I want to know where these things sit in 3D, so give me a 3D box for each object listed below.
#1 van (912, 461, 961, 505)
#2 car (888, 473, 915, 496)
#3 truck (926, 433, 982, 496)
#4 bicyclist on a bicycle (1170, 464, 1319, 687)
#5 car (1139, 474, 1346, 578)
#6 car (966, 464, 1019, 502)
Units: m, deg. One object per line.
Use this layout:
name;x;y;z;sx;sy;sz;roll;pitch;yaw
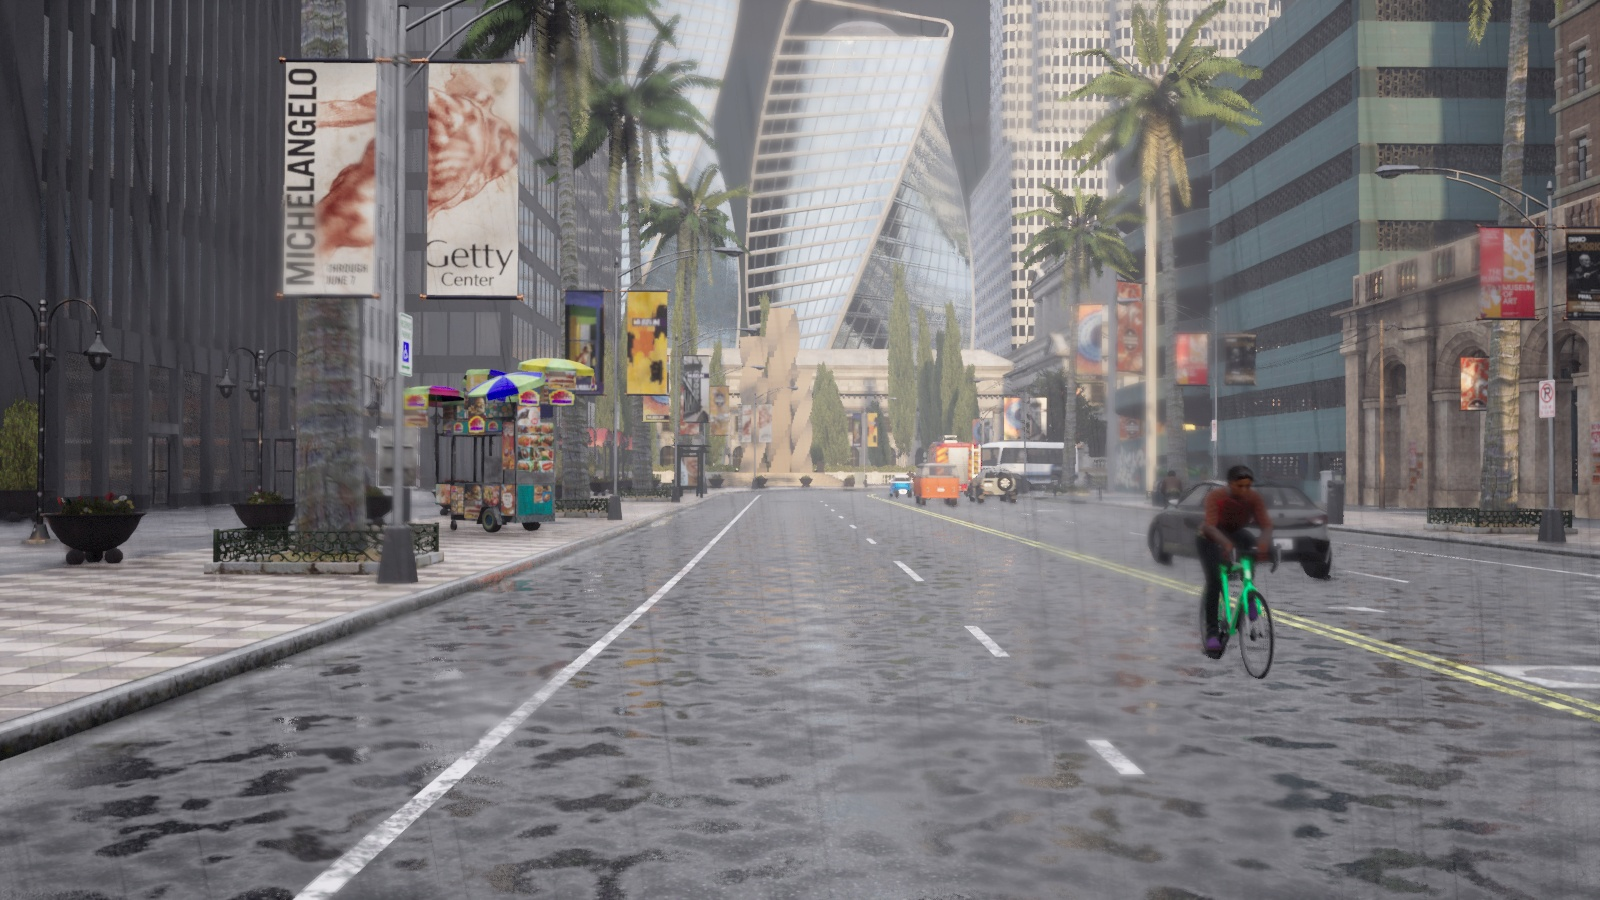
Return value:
van;6.437;1.542;59.747;1.775;1.987;4.442;0;-1;-1
car;6.243;2.138;77.230;1.481;1.376;2.207;0;-1;0
truck;9.889;0.974;81.416;2.891;3.827;8.468;0;-1;2
bicyclist on a bicycle;3.480;0.921;9.968;0.582;1.620;1.656;0;-1;0
car;6.957;1.140;20.248;1.816;1.474;4.193;0;-1;0
car;9.873;1.674;64.627;1.932;1.855;4.605;0;-1;-1
